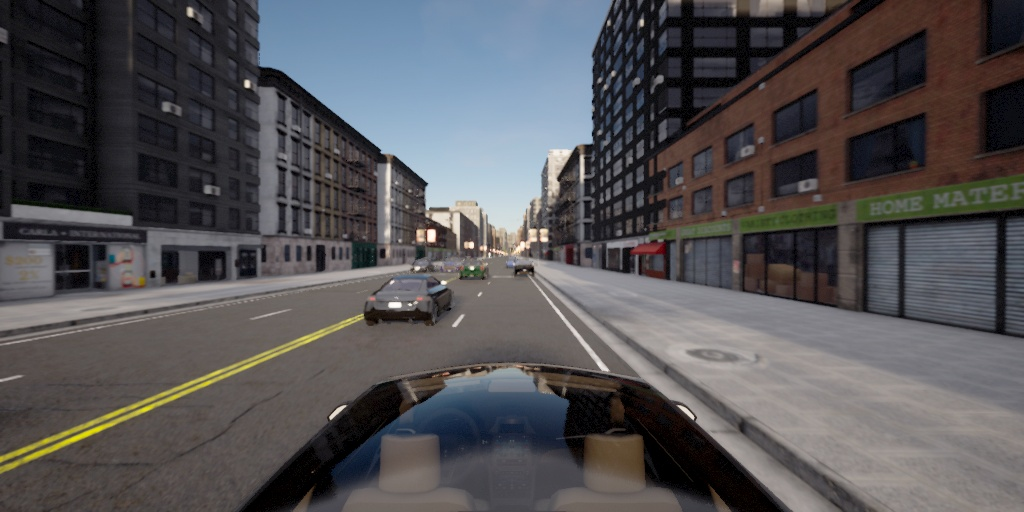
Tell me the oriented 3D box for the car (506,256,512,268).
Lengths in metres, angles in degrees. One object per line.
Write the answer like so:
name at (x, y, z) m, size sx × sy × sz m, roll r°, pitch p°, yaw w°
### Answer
car at (0.019, 1.099, 54.837) m, size 2.033 × 1.411 × 5.357 m, roll 0°, pitch 0°, yaw 0°

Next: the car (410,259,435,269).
car at (-9.834, 1.108, 39.688) m, size 2.128 × 1.511 × 4.902 m, roll 0°, pitch 0°, yaw 0°

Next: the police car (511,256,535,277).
police car at (1.141, 1.063, 34.417) m, size 1.930 × 1.638 × 5.238 m, roll 0°, pitch 0°, yaw 0°

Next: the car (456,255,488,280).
car at (-3.147, 1.006, 30.316) m, size 2.097 × 1.767 × 4.553 m, roll 0°, pitch 0°, yaw 0°

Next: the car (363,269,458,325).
car at (-3.150, 1.284, 11.671) m, size 1.994 × 1.385 × 4.181 m, roll 0°, pitch 0°, yaw 0°

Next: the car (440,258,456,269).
car at (-6.584, 0.966, 39.854) m, size 2.097 × 1.767 × 4.553 m, roll 0°, pitch 0°, yaw 0°
